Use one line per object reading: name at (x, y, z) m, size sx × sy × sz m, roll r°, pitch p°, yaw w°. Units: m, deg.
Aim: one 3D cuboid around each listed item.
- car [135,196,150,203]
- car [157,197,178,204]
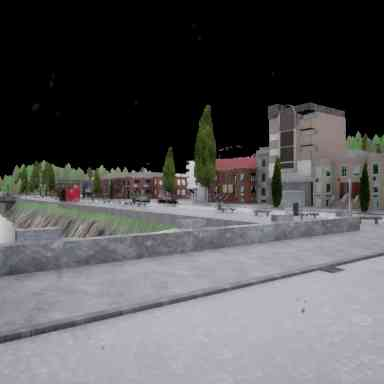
car at (-10.377, 1.561, 68.869) m, size 1.994 × 1.385 × 4.181 m, roll 0°, pitch 0°, yaw -35°
car at (-4.574, 1.601, 60.735) m, size 1.895 × 1.301 × 4.718 m, roll 0°, pitch 0°, yaw -35°
